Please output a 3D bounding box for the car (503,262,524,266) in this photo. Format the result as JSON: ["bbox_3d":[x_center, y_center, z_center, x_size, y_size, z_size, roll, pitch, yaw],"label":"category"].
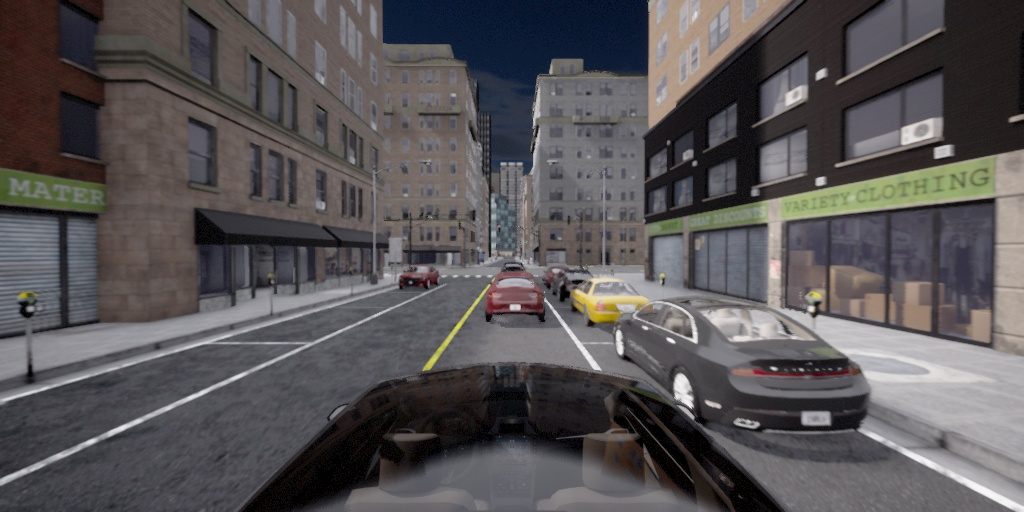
[{"bbox_3d":[0.098,1.176,25.584,1.837,1.490,4.892,0,-1,0],"label":"car"}]

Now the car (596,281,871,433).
[{"bbox_3d":[2.872,1.289,5.565,2.007,1.370,4.403,0,0,0],"label":"car"}]

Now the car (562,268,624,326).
[{"bbox_3d":[2.873,1.247,11.321,1.751,1.417,4.829,0,0,0],"label":"car"}]

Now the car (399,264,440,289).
[{"bbox_3d":[-5.670,1.231,22.321,1.888,1.381,4.507,0,0,0],"label":"car"}]

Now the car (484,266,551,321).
[{"bbox_3d":[0.091,1.244,12.165,1.812,1.442,4.674,0,0,0],"label":"car"}]

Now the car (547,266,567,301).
[{"bbox_3d":[2.874,1.270,16.737,1.948,1.339,4.313,0,0,0],"label":"car"}]
